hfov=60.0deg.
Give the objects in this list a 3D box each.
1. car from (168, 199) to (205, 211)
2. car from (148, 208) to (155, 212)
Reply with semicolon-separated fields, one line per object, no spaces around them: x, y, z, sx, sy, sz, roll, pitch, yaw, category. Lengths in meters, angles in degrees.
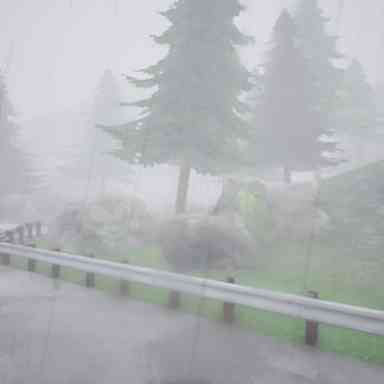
-0.520;1.499;38.804;2.033;1.411;5.357;0;0;33;car
-4.826;1.485;25.865;1.812;1.442;4.674;0;0;35;car
